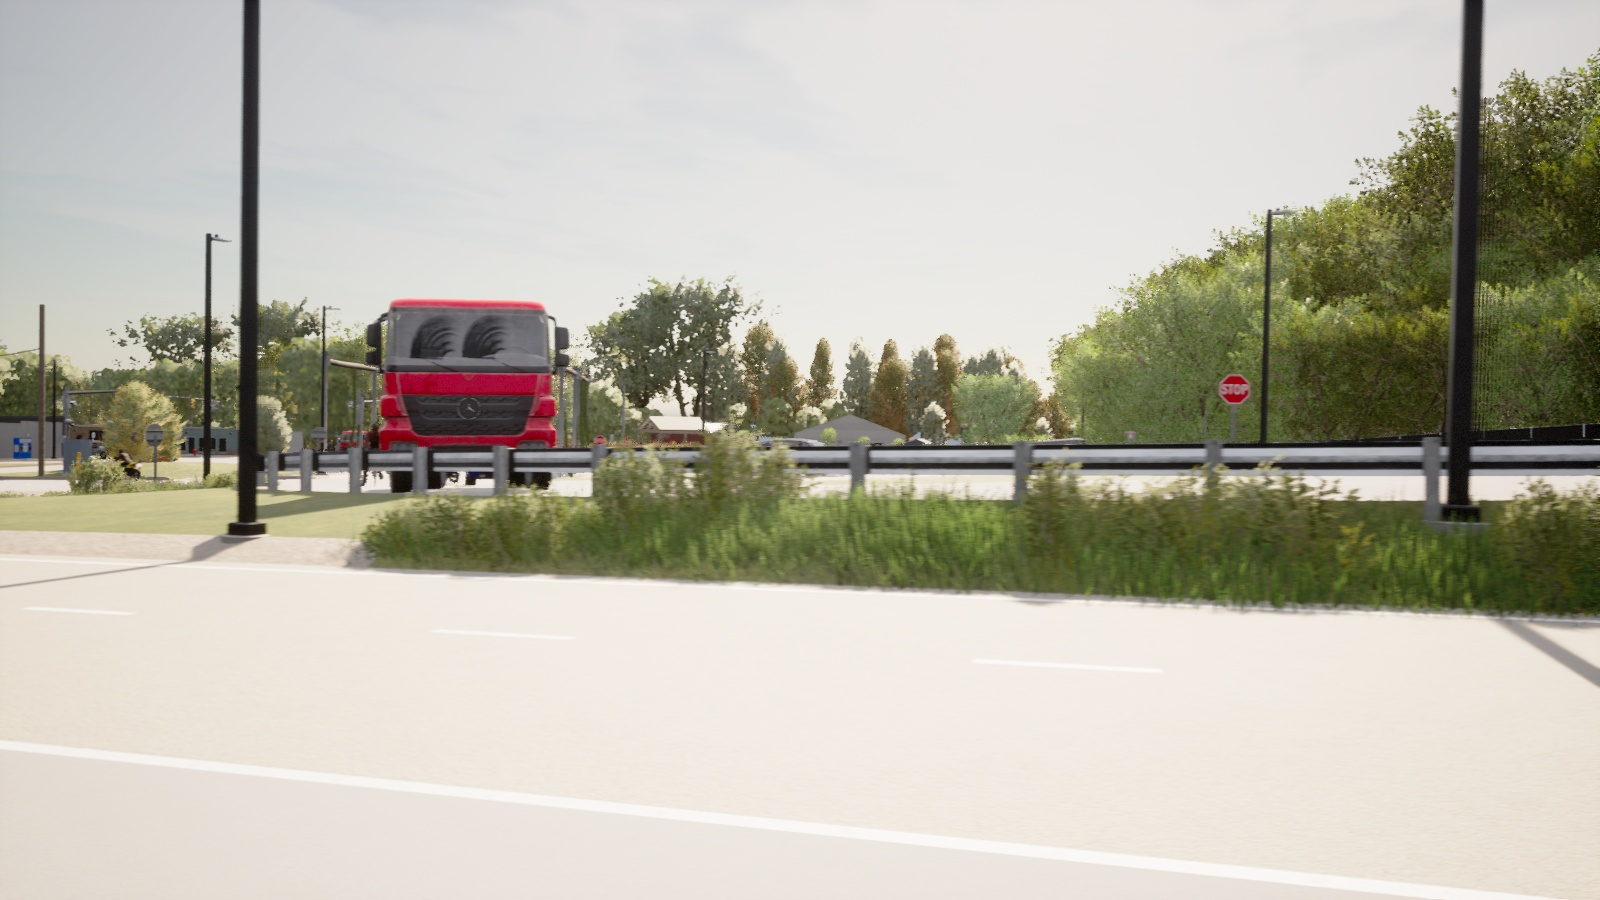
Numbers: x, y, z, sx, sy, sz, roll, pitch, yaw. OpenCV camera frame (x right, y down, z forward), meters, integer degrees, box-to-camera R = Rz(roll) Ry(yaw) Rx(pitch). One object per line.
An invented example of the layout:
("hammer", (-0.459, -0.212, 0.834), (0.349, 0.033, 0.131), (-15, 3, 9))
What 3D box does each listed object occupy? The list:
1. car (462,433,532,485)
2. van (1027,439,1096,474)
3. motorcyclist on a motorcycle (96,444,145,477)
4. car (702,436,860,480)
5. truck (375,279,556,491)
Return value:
("car", (-9.904, 0.322, 40.790), (1.882, 1.535, 5.008), (1, -1, -17))
("van", (16.785, 0.428, 80.767), (1.775, 1.987, 4.442), (0, -3, -31))
("motorcyclist on a motorcycle", (-31.339, 0.479, 57.956), (2.044, 1.523, 0.797), (0, 1, 18))
("car", (-0.680, 0.294, 45.980), (5.357, 1.411, 2.033), (-2, 0, 19))
("truck", (-6.435, -0.994, 24.690), (2.891, 3.462, 7.936), (0, -1, -13))
